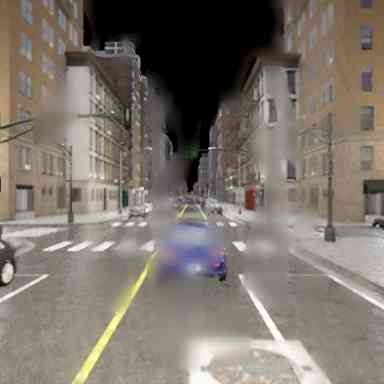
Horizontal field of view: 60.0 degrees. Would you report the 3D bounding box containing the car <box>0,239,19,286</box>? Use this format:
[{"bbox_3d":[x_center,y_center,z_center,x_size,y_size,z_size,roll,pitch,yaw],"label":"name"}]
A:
[{"bbox_3d":[-5.385,1.638,7.024,2.008,1.369,4.403,0,-1,0],"label":"car"}]

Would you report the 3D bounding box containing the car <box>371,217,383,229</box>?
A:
[{"bbox_3d":[15.077,1.910,22.251,5.357,1.411,2.033,0,-1,0],"label":"car"}]

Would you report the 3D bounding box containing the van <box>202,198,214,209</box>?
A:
[{"bbox_3d":[2.660,1.884,44.709,1.690,1.788,3.998,0,-1,0],"label":"van"}]

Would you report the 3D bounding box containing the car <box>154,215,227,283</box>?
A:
[{"bbox_3d":[-0.140,1.650,10.024,1.812,1.442,4.674,0,-1,-5],"label":"car"}]

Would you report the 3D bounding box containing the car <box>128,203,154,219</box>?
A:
[{"bbox_3d":[-5.375,1.963,33.898,2.008,1.369,4.403,0,-1,0],"label":"car"}]

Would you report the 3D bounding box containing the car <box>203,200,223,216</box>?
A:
[{"bbox_3d":[2.656,2.028,39.301,2.008,1.369,4.403,0,-1,0],"label":"car"}]

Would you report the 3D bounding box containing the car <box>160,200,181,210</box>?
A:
[{"bbox_3d":[-2.832,2.130,43.558,1.895,1.301,4.718,0,-1,0],"label":"car"}]

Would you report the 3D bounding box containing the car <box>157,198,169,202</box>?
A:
[{"bbox_3d":[-5.386,2.114,55.522,1.967,1.590,4.097,0,-1,0],"label":"car"}]

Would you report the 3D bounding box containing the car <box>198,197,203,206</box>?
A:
[{"bbox_3d":[2.672,2.055,60.927,2.192,1.841,5.009,0,-1,0],"label":"car"}]

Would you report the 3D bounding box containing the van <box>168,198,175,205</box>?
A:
[{"bbox_3d":[-5.402,2.409,87.958,1.690,1.788,3.998,0,-1,0],"label":"van"}]

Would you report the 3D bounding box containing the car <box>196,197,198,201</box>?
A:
[{"bbox_3d":[2.694,2.678,93.359,1.887,1.381,4.507,0,-1,0],"label":"car"}]

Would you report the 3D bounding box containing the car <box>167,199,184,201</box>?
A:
[{"bbox_3d":[-2.808,2.222,54.196,1.994,1.385,4.181,0,-1,1],"label":"car"}]

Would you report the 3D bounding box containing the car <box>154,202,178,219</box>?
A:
[{"bbox_3d":[-2.845,1.981,34.232,1.994,1.385,4.181,0,-1,0],"label":"car"}]

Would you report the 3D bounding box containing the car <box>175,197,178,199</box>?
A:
[{"bbox_3d":[-5.399,2.317,82.552,2.192,1.841,5.009,0,-1,0],"label":"car"}]

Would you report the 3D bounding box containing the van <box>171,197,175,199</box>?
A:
[{"bbox_3d":[-5.396,2.278,77.146,1.690,1.788,3.998,0,-1,0],"label":"van"}]
